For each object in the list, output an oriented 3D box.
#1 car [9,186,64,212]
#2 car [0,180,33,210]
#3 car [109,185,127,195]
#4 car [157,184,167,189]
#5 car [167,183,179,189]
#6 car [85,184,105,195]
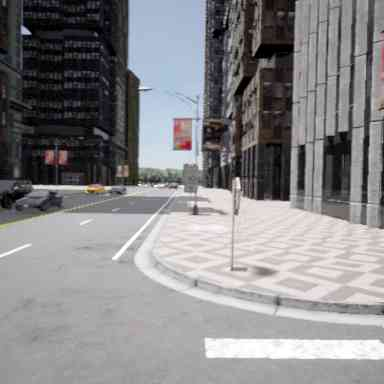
[{"bbox_3d":[-10.590,0.548,23.483,1.812,1.442,4.674,1,2,-1],"label":"car"},{"bbox_3d":[-13.843,0.132,24.935,2.150,2.045,5.566,1,2,-1],"label":"car"},{"bbox_3d":[-10.838,-0.291,49.337,2.033,1.411,5.357,1,2,0],"label":"car"},{"bbox_3d":[-8.109,-1.486,88.338,1.895,1.301,4.718,1,2,-1],"label":"car"},{"bbox_3d":[-4.855,-1.663,88.316,2.097,1.767,4.553,1,2,-1],"label":"car"},{"bbox_3d":[-14.084,-0.403,48.705,1.882,1.535,5.008,1,2,0],"label":"car"}]
